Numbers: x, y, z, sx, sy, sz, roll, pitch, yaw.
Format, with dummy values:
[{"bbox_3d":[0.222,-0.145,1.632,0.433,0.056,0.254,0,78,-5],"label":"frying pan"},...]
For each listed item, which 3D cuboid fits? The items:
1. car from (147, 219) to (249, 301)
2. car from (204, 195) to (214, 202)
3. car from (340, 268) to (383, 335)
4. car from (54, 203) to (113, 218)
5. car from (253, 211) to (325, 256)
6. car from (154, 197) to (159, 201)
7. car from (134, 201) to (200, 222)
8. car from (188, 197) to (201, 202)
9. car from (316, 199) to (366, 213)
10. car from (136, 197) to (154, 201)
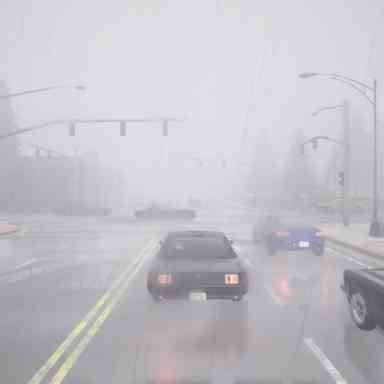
[{"bbox_3d":[0.097,1.601,8.243,1.895,1.301,4.718,0,0,0],"label":"car"},{"bbox_3d":[3.819,1.355,74.920,2.097,1.767,4.553,0,0,0],"label":"car"},{"bbox_3d":[3.612,1.601,3.932,1.895,1.301,4.718,0,0,0],"label":"car"},{"bbox_3d":[-9.468,1.601,29.351,4.718,1.301,1.895,0,0,1],"label":"car"},{"bbox_3d":[3.634,1.526,13.035,1.812,1.442,4.674,0,0,0],"label":"car"},{"bbox_3d":[-6.850,1.564,57.352,1.994,1.385,4.181,0,0,0],"label":"car"},{"bbox_3d":[-1.941,1.601,25.635,4.718,1.301,1.895,0,0,2],"label":"car"},{"bbox_3d":[0.338,1.477,51.848,1.882,1.535,5.008,0,0,0],"label":"car"},{"bbox_3d":[16.073,1.478,36.017,5.008,1.535,1.882,0,0,0],"label":"car"},{"bbox_3d":[-6.901,1.526,47.328,1.812,1.442,4.674,0,0,0],"label":"car"}]
